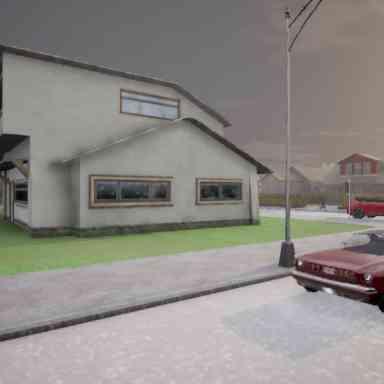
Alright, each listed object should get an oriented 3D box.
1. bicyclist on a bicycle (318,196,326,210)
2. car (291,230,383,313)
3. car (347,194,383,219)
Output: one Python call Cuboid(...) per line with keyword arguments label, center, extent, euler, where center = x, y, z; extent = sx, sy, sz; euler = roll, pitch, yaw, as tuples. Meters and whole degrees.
Cuboid(label="bicyclist on a bicycle", center=(15.762, 1.349, 40.277), extent=(1.656, 1.620, 0.582), euler=(0, 0, -35))
Cuboid(label="car", center=(4.468, 1.601, 7.681), extent=(4.718, 1.301, 1.895), euler=(0, 0, -34))
Cuboid(label="car", center=(15.260, 1.221, 26.389), extent=(2.150, 2.045, 5.566), euler=(0, 0, -35))
